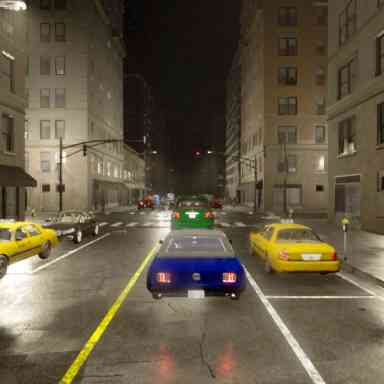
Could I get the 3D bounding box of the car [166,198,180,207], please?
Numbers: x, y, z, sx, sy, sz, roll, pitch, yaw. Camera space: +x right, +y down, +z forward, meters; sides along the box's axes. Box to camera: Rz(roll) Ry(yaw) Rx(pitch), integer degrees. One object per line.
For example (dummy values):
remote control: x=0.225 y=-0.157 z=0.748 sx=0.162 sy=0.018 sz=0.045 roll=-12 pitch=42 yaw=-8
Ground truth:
car: x=-3.039 y=1.620 z=53.287 sx=1.895 sy=1.301 sz=4.718 roll=0 pitch=0 yaw=0

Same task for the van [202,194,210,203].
van: x=2.926 y=1.370 z=69.933 sx=1.690 sy=1.788 sz=3.998 roll=0 pitch=0 yaw=0

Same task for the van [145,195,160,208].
van: x=-5.622 y=1.358 z=47.936 sx=1.690 sy=1.788 sz=3.998 roll=0 pitch=0 yaw=0

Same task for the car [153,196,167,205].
car: x=-5.611 y=1.463 z=58.939 sx=1.967 sy=1.590 sz=4.097 roll=0 pitch=0 yaw=0

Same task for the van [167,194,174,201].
van: x=-5.583 y=1.379 z=86.447 sx=1.690 sy=1.788 sz=3.998 roll=0 pitch=0 yaw=0

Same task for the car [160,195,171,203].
car: x=-5.599 y=1.469 z=69.942 sx=1.967 sy=1.590 sz=4.097 roll=0 pitch=0 yaw=0

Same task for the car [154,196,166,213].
car: x=-2.838 y=1.501 z=37.533 sx=2.128 sy=1.511 sz=4.902 roll=0 pitch=0 yaw=-4

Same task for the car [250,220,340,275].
car: x=2.867 y=1.526 z=10.297 sx=1.752 sy=1.417 sz=4.829 roll=0 pitch=0 yaw=0

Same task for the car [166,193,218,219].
car: x=0.018 y=1.224 z=18.125 sx=2.150 sy=2.045 sz=5.566 roll=0 pitch=0 yaw=0

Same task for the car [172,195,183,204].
car: x=-2.935 y=1.506 z=68.533 sx=1.882 sy=1.535 sz=5.008 roll=0 pitch=0 yaw=0

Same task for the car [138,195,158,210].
car: x=-5.627 y=1.329 z=42.435 sx=2.192 sy=1.841 sz=5.009 roll=0 pitch=0 yaw=0

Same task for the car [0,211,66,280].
car: x=-5.659 y=1.526 z=9.966 sx=1.752 sy=1.417 sz=4.829 roll=0 pitch=0 yaw=0

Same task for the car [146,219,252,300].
car: x=0.091 y=1.601 z=8.358 sx=1.895 sy=1.301 sz=4.718 roll=0 pitch=0 yaw=0

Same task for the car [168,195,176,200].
car: x=-5.577 y=1.592 z=91.947 sx=2.008 sy=1.369 sz=4.403 roll=0 pitch=0 yaw=0

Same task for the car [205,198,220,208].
car: x=2.904 y=1.583 z=47.927 sx=1.947 sy=1.339 sz=4.313 roll=0 pitch=0 yaw=0

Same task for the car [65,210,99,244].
car: x=-5.653 y=1.553 z=15.661 sx=2.008 sy=1.369 sz=4.403 roll=0 pitch=0 yaw=0

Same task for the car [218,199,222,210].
car: x=2.899 y=1.558 z=42.426 sx=1.887 sy=1.381 sz=4.507 roll=0 pitch=0 yaw=0

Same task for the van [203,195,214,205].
van: x=2.915 y=1.364 z=58.930 sx=1.690 sy=1.788 sz=3.998 roll=0 pitch=0 yaw=0
